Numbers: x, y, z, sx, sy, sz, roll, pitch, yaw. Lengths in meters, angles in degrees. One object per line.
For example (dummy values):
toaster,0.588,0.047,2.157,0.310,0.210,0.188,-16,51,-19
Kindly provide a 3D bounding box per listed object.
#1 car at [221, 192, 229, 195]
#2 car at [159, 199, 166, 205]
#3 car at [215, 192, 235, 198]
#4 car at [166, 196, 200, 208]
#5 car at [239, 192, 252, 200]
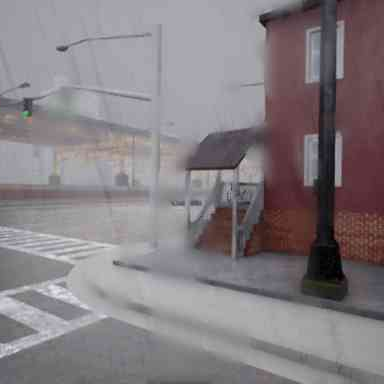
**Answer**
car,8.657,0.563,88.790,4.536,1.218,1.853,0,1,-26
car,-2.445,1.145,44.393,1.895,1.301,4.718,1,1,35
car,8.701,0.721,88.815,4.974,1.542,2.038,0,1,-26
car,-0.755,1.166,40.730,1.994,1.385,4.181,1,1,35
car,8.801,0.675,54.008,2.097,1.767,4.553,1,1,35
